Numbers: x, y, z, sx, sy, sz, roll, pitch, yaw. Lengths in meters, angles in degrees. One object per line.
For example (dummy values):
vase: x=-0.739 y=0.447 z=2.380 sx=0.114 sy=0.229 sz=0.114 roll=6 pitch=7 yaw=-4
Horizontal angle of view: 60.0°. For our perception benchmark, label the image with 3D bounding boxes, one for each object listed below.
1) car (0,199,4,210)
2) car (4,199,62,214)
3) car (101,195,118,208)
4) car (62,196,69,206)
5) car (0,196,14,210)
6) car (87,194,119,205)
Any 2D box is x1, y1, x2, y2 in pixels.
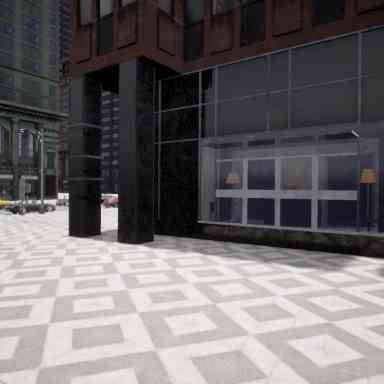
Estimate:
car: x=-18.137 y=1.418 z=26.842 sx=1.947 sy=1.339 sz=4.313 roll=2 pitch=2 yaw=36
car: x=-15.007 y=1.341 z=31.216 sx=2.008 sy=1.369 sz=4.403 roll=2 pitch=2 yaw=36
car: x=-8.748 y=1.243 z=39.963 sx=1.802 sy=1.307 sz=4.206 roll=2 pitch=2 yaw=36
car: x=-15.986 y=1.131 z=44.496 sx=2.008 sy=1.369 sz=4.403 roll=2 pitch=2 yaw=36
car: x=-22.140 y=1.232 z=35.895 sx=1.752 sy=1.417 sz=4.829 roll=2 pitch=2 yaw=36
car: x=-12.959 y=1.082 z=48.726 sx=1.947 sy=1.339 sz=4.313 roll=2 pitch=2 yaw=36
